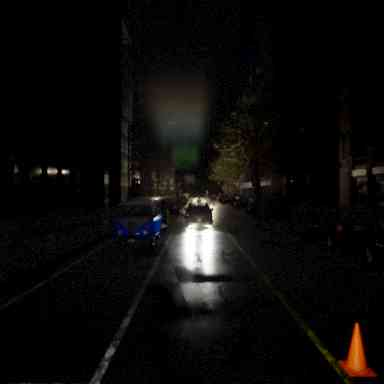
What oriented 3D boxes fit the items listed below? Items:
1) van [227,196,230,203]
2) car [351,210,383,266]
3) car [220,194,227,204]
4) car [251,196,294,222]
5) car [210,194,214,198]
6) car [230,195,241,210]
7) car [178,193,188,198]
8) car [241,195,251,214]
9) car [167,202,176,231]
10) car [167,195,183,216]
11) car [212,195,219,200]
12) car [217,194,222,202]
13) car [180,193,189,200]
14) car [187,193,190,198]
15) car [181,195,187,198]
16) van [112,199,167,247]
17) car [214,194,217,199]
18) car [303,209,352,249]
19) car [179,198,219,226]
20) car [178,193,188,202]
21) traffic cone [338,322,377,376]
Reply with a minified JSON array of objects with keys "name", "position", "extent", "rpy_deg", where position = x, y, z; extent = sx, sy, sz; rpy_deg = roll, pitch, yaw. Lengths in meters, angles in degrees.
[{"name":"van","position":[6.438,1.295,48.281],"extent":[1.690,1.788,3.998],"rpy_deg":[0,0,0]},{"name":"car","position":[6.250,1.447,8.805],"extent":[1.967,1.590,4.097],"rpy_deg":[0,0,0]},{"name":"car","position":[6.489,1.530,59.560],"extent":[1.802,1.307,4.206],"rpy_deg":[0,0,0]},{"name":"car","position":[6.331,1.291,25.723],"extent":[2.192,1.841,5.009],"rpy_deg":[0,0,0]},{"name":"car","position":[6.623,1.543,87.756],"extent":[1.947,1.339,4.313],"rpy_deg":[0,0,0]},{"name":"car","position":[6.411,1.399,42.641],"extent":[1.967,1.590,4.097],"rpy_deg":[0,0,0]},{"name":"car","position":[-2.036,1.428,59.441],"extent":[1.752,1.417,4.829],"rpy_deg":[0,0,0]},{"name":"car","position":[6.358,1.285,31.362],"extent":[2.192,1.841,5.009],"rpy_deg":[0,0,0]},{"name":"car","position":[-2.222,1.503,20.139],"extent":[1.947,1.339,4.313],"rpy_deg":[0,0,0]},{"name":"car","position":[-2.168,1.364,31.417],"extent":[1.967,1.590,4.097],"rpy_deg":[0,0,0]},{"name":"car","position":[6.650,1.511,93.567],"extent":[1.752,1.417,4.829],"rpy_deg":[0,0,0]},{"name":"car","position":[6.516,1.518,65.198],"extent":[1.947,1.339,4.313],"rpy_deg":[0,0,0]},{"name":"car","position":[-1.901,1.247,87.804],"extent":[2.192,1.841,5.009],"rpy_deg":[0,0,0]},{"name":"car","position":[-2.008,1.222,65.248],"extent":[2.192,1.841,5.009],"rpy_deg":[0,0,0]},{"name":"car","position":[-2.088,1.490,48.334],"extent":[1.802,1.307,4.206],"rpy_deg":[0,0,0]},{"name":"van","position":[-2.247,1.289,14.499],"extent":[1.690,1.788,3.998],"rpy_deg":[0,0,0]},{"name":"car","position":[6.544,1.274,70.838],"extent":[2.192,1.841,5.009],"rpy_deg":[0,0,0]},{"name":"car","position":[6.277,1.434,14.443],"extent":[1.967,1.590,4.097],"rpy_deg":[0,0,0]},{"name":"car","position":[0.458,1.440,22.810],"extent":[2.128,1.511,4.902],"rpy_deg":[0,0,0]},{"name":"car","position":[-1.954,1.234,76.527],"extent":[2.192,1.841,5.009],"rpy_deg":[0,0,0]},{"name":"traffic cone","position":[2.092,1.953,4.221],"extent":[0.340,0.580,0.340],"rpy_deg":[0,0,0]}]
